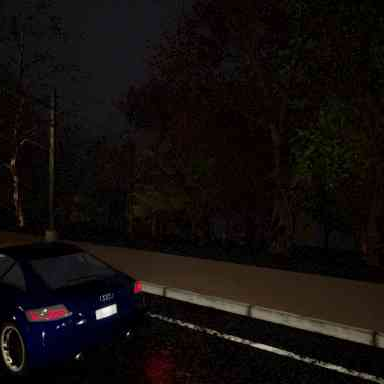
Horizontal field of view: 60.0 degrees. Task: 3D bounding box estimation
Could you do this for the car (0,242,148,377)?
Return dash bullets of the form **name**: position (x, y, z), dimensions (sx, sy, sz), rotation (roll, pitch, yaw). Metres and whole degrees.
- **car**: position (-2.747, 1.563, 5.628), dimensions (4.181, 1.385, 1.994), rotation (0, 0, 37)
